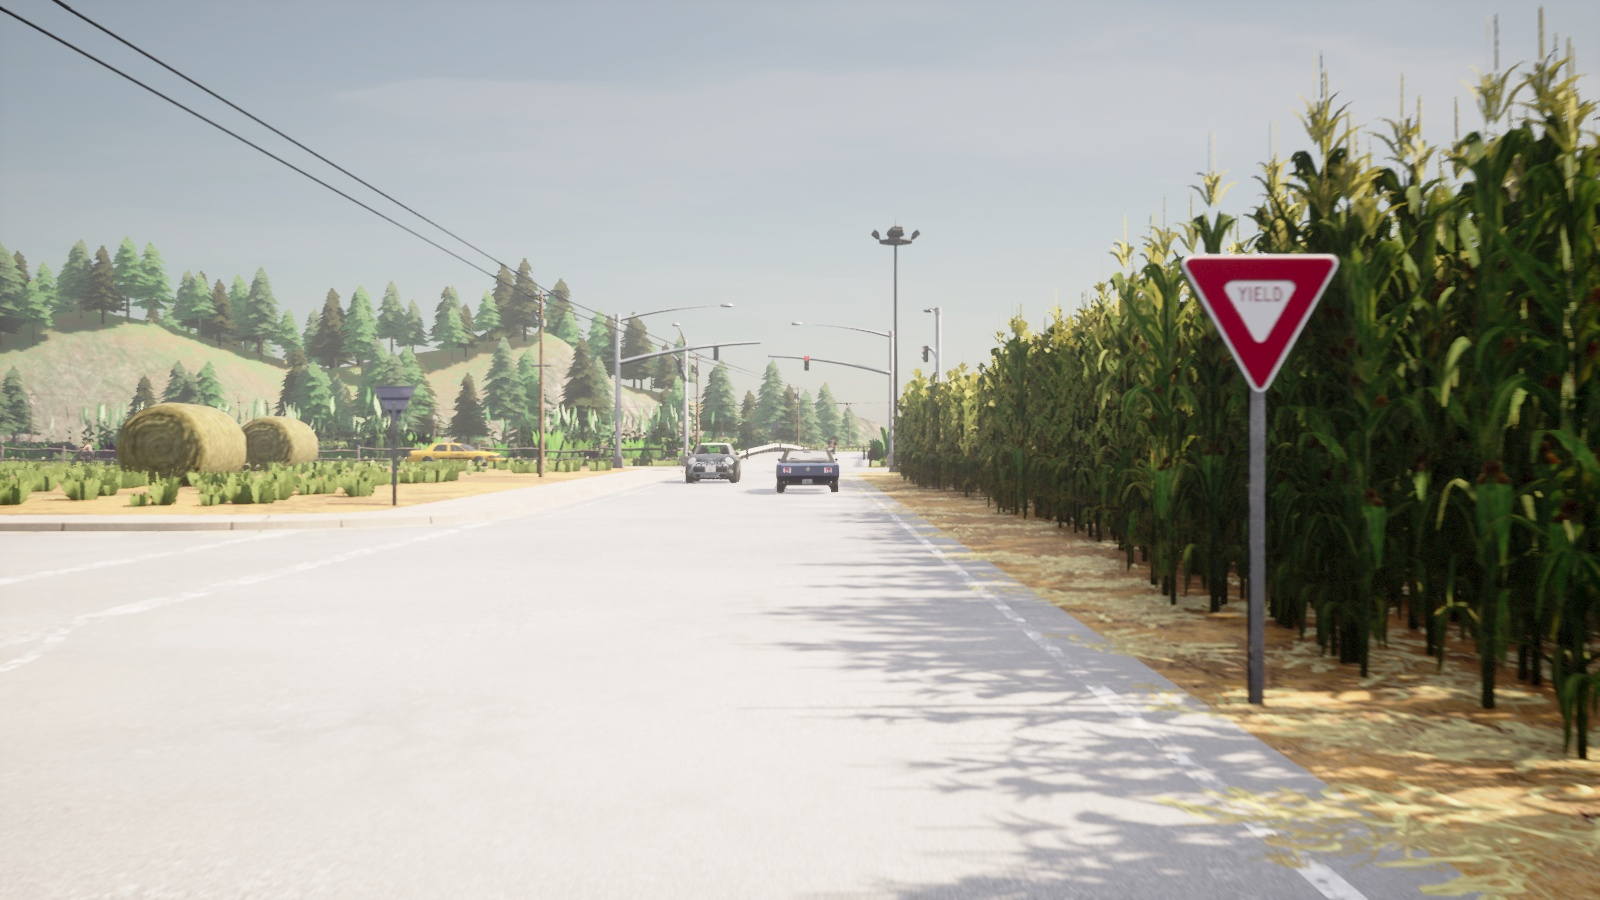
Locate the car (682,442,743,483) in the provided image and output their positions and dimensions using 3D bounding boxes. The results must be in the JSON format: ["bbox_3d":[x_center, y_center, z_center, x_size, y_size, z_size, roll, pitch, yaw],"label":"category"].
[{"bbox_3d":[-3.219,0.430,46.756,1.970,1.475,3.806,0,0,0],"label":"car"}]

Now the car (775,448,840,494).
[{"bbox_3d":[0.235,0.615,38.844,1.895,1.301,4.718,0,0,0],"label":"car"}]

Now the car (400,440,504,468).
[{"bbox_3d":[-19.579,0.212,70.840,5.366,1.575,1.801,0,0,3],"label":"car"}]
